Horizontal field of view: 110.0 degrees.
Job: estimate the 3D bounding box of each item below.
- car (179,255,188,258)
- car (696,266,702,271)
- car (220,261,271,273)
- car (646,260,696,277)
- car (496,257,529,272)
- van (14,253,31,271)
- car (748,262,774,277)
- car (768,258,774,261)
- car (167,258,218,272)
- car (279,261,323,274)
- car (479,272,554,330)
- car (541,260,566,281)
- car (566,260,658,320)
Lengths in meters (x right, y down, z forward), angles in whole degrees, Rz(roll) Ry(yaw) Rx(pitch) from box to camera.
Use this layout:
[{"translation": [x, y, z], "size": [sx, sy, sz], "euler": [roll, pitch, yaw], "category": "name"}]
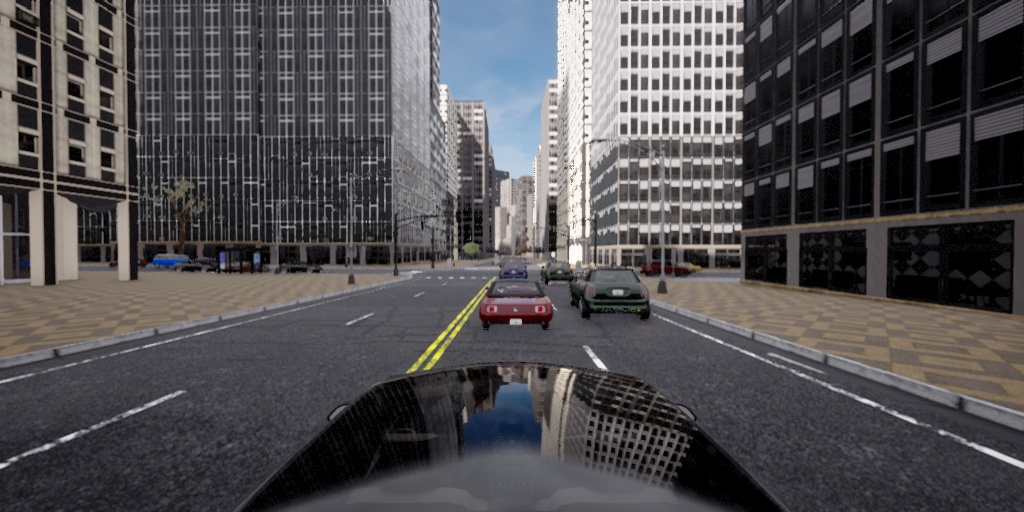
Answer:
[{"translation": [-34.957, 1.011, 41.537], "size": [4.902, 1.511, 2.128], "euler": [1, 1, 1], "category": "car"}, {"translation": [21.821, 1.471, 46.309], "size": [4.829, 1.417, 1.751], "euler": [0, 0, 1], "category": "car"}, {"translation": [-28.401, 1.201, 38.704], "size": [4.207, 1.307, 1.802], "euler": [0, 0, 1], "category": "car"}, {"translation": [16.207, 1.331, 38.026], "size": [5.009, 1.841, 2.192], "euler": [0, 0, 1], "category": "car"}, {"translation": [0.110, 1.137, 27.500], "size": [2.097, 1.767, 4.553], "euler": [0, 0, 0], "category": "car"}, {"translation": [-51.126, 0.751, 39.285], "size": [3.998, 1.789, 1.690], "euler": [0, 0, 1], "category": "van"}, {"translation": [27.656, 1.640, 37.825], "size": [4.829, 1.417, 1.751], "euler": [0, 0, 1], "category": "car"}, {"translation": [32.343, 1.294, 43.512], "size": [5.566, 2.045, 2.150], "euler": [0, 1, 1], "category": "car"}, {"translation": [-34.082, 1.132, 38.880], "size": [4.313, 1.339, 1.948], "euler": [0, 0, 1], "category": "car"}, {"translation": [-22.717, 1.236, 38.569], "size": [4.313, 1.339, 1.948], "euler": [0, 0, 1], "category": "car"}, {"translation": [0.101, 1.365, 11.211], "size": [1.895, 1.301, 4.718], "euler": [0, 0, 0], "category": "car"}, {"translation": [3.359, 1.136, 27.354], "size": [2.097, 1.767, 4.553], "euler": [0, 0, 0], "category": "car"}, {"translation": [3.305, 1.120, 12.905], "size": [2.097, 1.767, 4.553], "euler": [0, 0, 3], "category": "car"}]
